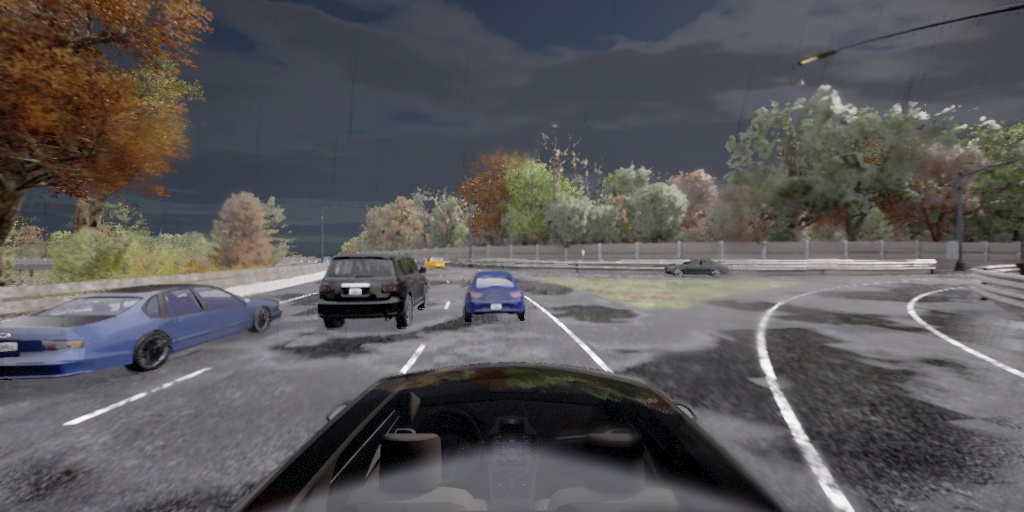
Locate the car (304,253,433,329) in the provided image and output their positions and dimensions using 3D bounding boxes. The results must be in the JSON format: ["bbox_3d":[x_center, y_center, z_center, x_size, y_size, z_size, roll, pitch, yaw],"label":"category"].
[{"bbox_3d":[-4.039,0.934,11.309,2.150,2.045,5.566,0,0,-6],"label":"car"}]

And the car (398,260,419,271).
[{"bbox_3d":[-13.374,1.158,46.193,1.895,1.301,4.718,0,0,-25],"label":"car"}]

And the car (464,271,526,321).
[{"bbox_3d":[-0.641,1.221,12.174,1.812,1.442,4.674,0,0,-5],"label":"car"}]

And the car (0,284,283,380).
[{"bbox_3d":[-7.184,1.292,7.494,2.033,1.411,5.357,0,0,-4],"label":"car"}]

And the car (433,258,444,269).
[{"bbox_3d":[-10.482,1.012,48.273,1.882,1.535,5.008,0,0,-25],"label":"car"}]

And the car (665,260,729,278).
[{"bbox_3d":[15.691,1.044,30.590,4.892,1.490,1.837,0,1,16],"label":"car"}]
